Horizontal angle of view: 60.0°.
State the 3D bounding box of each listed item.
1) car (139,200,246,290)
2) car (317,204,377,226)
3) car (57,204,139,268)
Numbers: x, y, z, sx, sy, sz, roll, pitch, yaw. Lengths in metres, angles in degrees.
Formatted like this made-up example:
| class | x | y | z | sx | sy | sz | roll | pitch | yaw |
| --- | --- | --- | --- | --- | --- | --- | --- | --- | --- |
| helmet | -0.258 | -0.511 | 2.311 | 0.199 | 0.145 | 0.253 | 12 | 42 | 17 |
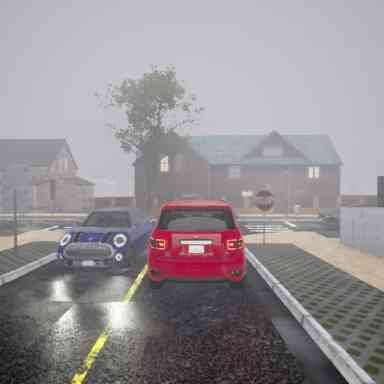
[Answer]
| class | x | y | z | sx | sy | sz | roll | pitch | yaw |
| --- | --- | --- | --- | --- | --- | --- | --- | --- | --- |
| car | 0.139 | 1.218 | 9.230 | 2.150 | 2.045 | 5.566 | 0 | 0 | 1 |
| car | 11.425 | 1.499 | 22.592 | 5.357 | 1.411 | 2.033 | 0 | 1 | 1 |
| car | -2.702 | 1.346 | 11.274 | 2.097 | 1.767 | 4.553 | 0 | 0 | 4 |
